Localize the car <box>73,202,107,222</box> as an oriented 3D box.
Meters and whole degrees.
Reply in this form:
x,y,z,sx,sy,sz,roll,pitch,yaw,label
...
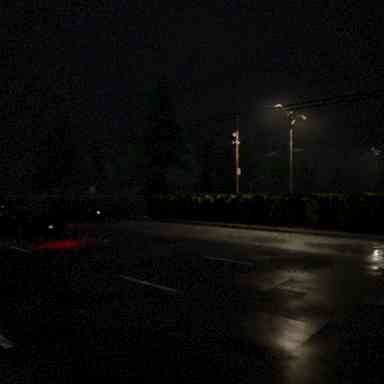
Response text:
x,y,z,sx,sy,sz,roll,pitch,yaw,label
-8.521,1.499,26.178,4.181,1.385,1.994,0,0,41,car

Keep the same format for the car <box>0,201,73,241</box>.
x,y,z,sx,sy,sz,roll,pitch,yaw,label
-8.306,1.437,16.754,5.008,1.535,1.882,0,0,41,car

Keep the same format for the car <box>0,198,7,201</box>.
x,y,z,sx,sy,sz,roll,pitch,yaw,label
-22.646,1.402,38.337,4.902,1.511,2.128,0,0,41,car
